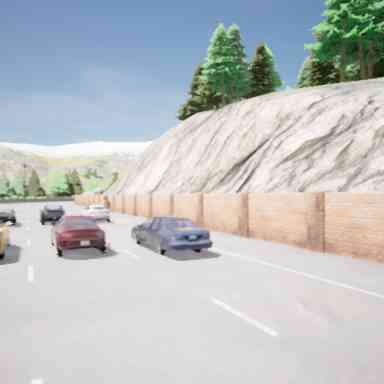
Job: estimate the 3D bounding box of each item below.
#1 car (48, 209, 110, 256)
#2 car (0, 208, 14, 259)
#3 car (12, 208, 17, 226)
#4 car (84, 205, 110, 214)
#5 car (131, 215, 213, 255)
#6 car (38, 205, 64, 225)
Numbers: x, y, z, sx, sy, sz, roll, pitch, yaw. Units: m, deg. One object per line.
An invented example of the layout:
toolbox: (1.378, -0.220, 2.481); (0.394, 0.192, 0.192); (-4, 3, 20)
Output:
car: (-4.819, 1.674, 13.953); (1.812, 1.442, 4.674); (0, 0, -26)
car: (-8.100, 1.609, 12.701); (1.882, 1.535, 5.008); (0, 0, -26)
car: (-14.339, 1.864, 25.239); (1.895, 1.301, 4.718); (0, -1, -26)
car: (-8.354, 1.834, 28.943); (1.812, 1.442, 4.674); (0, 0, -26)
car: (-1.076, 1.704, 14.257); (2.033, 1.411, 5.357); (0, -1, -26)
car: (-11.316, 1.778, 27.028); (2.128, 1.511, 4.902); (0, -1, -26)
